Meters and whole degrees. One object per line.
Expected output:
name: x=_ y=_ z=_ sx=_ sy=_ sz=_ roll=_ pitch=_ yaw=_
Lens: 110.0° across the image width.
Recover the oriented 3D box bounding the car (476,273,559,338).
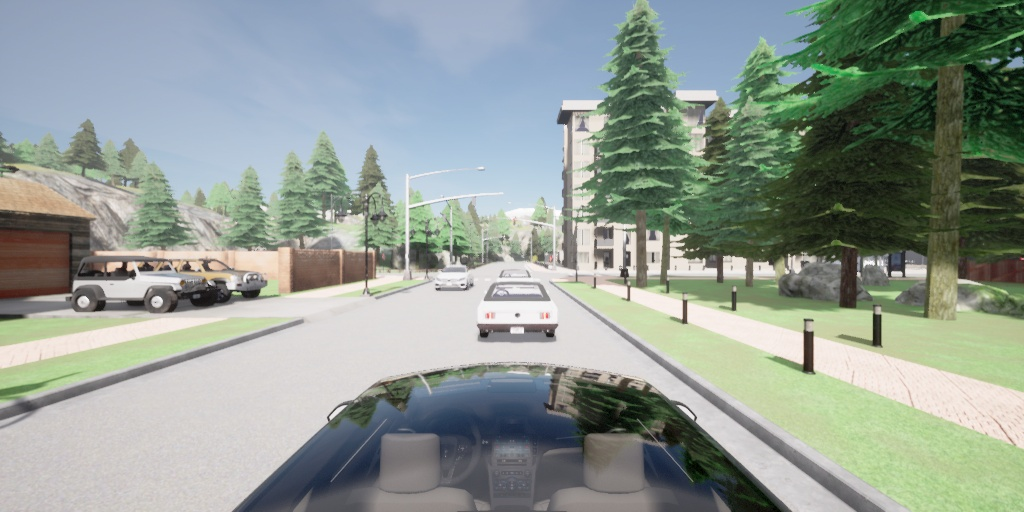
car: x=0.131 y=1.347 z=10.148 sx=1.895 sy=1.301 sz=4.718 roll=0 pitch=0 yaw=0

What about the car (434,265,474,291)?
car: x=-3.432 y=1.270 z=21.964 sx=1.812 sy=1.442 sz=4.674 roll=0 pitch=0 yaw=0

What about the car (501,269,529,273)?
car: x=0.160 y=1.342 z=19.316 sx=1.895 sy=1.301 sz=4.718 roll=0 pitch=0 yaw=0
